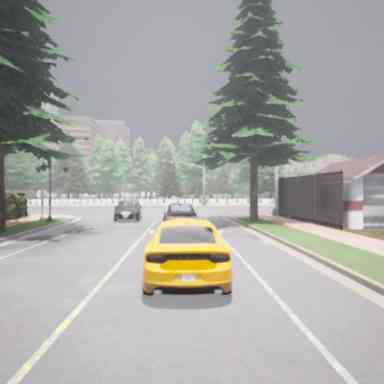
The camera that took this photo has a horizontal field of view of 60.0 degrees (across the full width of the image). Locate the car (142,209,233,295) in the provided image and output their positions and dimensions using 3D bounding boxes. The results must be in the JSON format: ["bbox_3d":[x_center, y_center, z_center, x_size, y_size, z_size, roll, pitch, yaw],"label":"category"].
[{"bbox_3d":[-0.145,1.437,8.635,1.882,1.535,5.008,0,0,-2],"label":"car"}]

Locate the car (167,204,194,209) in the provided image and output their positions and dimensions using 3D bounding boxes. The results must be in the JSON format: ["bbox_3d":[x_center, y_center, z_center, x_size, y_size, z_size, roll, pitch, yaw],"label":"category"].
[{"bbox_3d":[-0.645,1.406,18.134,2.128,1.511,4.902,0,0,-4],"label":"car"}]

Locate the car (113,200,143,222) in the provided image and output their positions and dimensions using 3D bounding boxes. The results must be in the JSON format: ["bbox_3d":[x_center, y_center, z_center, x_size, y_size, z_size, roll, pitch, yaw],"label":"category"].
[{"bbox_3d":[-4.785,1.376,25.235,2.128,1.511,4.902,0,0,-5],"label":"car"}]
